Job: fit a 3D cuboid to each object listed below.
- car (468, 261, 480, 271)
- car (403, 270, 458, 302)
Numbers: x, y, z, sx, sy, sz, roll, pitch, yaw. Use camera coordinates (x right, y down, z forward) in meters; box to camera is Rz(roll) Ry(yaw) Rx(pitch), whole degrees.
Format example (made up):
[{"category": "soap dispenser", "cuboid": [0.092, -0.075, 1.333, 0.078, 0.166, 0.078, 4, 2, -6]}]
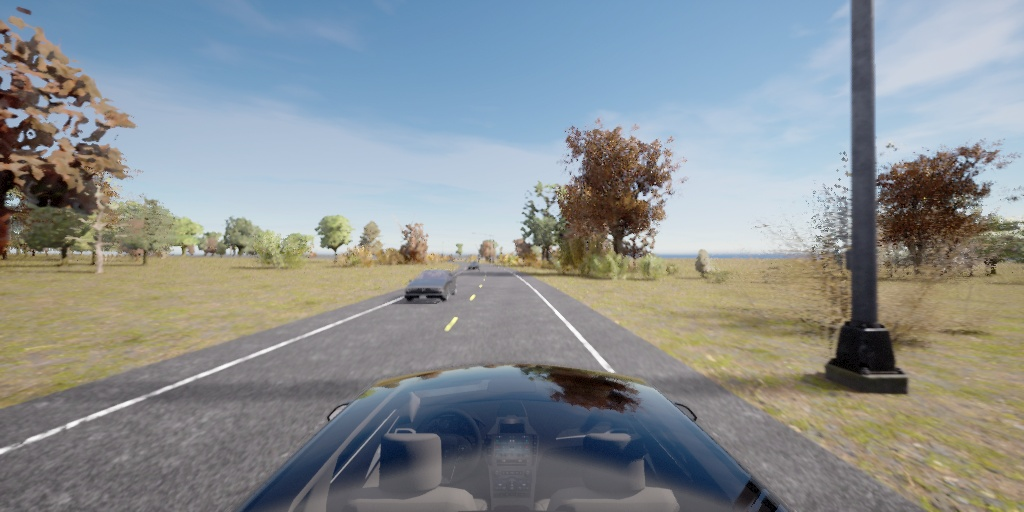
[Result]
[{"category": "car", "cuboid": [-6.135, 1.587, 57.987, 1.837, 1.490, 4.892, 0, 0, -5]}, {"category": "car", "cuboid": [-3.838, 1.389, 17.887, 2.033, 1.411, 5.357, 0, 0, -2]}]
